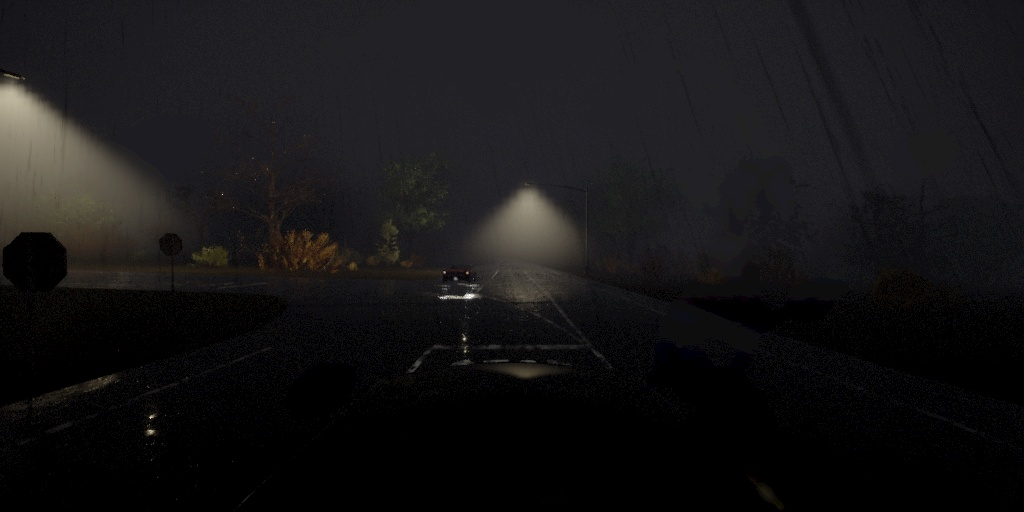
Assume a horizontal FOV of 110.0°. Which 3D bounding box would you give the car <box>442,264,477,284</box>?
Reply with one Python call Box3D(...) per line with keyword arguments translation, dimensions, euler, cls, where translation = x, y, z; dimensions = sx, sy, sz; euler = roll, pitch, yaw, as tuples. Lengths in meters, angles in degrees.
Box3D(translation=(-3.528, 1.196, 24.654), dimensions=(1.895, 1.301, 4.718), euler=(1, -2, 0), cls="car")
